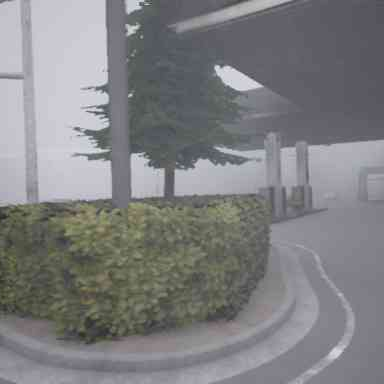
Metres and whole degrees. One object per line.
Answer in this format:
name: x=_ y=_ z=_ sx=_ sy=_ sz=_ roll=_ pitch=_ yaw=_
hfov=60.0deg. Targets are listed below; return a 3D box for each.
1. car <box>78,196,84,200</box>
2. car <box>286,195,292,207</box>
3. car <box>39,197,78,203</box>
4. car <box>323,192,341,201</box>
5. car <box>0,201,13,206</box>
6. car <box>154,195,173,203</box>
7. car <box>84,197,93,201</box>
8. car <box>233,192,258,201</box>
car: x=-22.907 y=1.825 z=63.030 sx=3.866 sy=1.878 sz=1.905 roll=-2 pitch=0 yaw=35
car: x=11.668 y=1.095 z=38.764 sx=1.882 sy=1.535 sz=5.008 roll=-2 pitch=0 yaw=36
car: x=-13.487 y=1.574 z=32.727 sx=3.866 sy=1.878 sz=1.905 roll=-2 pitch=0 yaw=35
car: x=22.675 y=0.728 z=54.071 sx=1.812 sy=1.442 sz=4.674 roll=-2 pitch=0 yaw=35
car: x=-30.320 y=2.182 z=52.608 sx=5.027 sy=1.636 sz=2.152 roll=-2 pitch=0 yaw=35
car: x=-6.350 y=1.537 z=73.964 sx=3.806 sy=1.475 sz=1.970 roll=-2 pitch=0 yaw=35
car: x=-21.557 y=1.793 z=65.636 sx=4.605 sy=1.855 sz=1.932 roll=-2 pitch=0 yaw=35
car: x=10.536 y=0.932 z=65.603 sx=4.514 sy=1.523 sz=2.007 roll=-2 pitch=0 yaw=35
